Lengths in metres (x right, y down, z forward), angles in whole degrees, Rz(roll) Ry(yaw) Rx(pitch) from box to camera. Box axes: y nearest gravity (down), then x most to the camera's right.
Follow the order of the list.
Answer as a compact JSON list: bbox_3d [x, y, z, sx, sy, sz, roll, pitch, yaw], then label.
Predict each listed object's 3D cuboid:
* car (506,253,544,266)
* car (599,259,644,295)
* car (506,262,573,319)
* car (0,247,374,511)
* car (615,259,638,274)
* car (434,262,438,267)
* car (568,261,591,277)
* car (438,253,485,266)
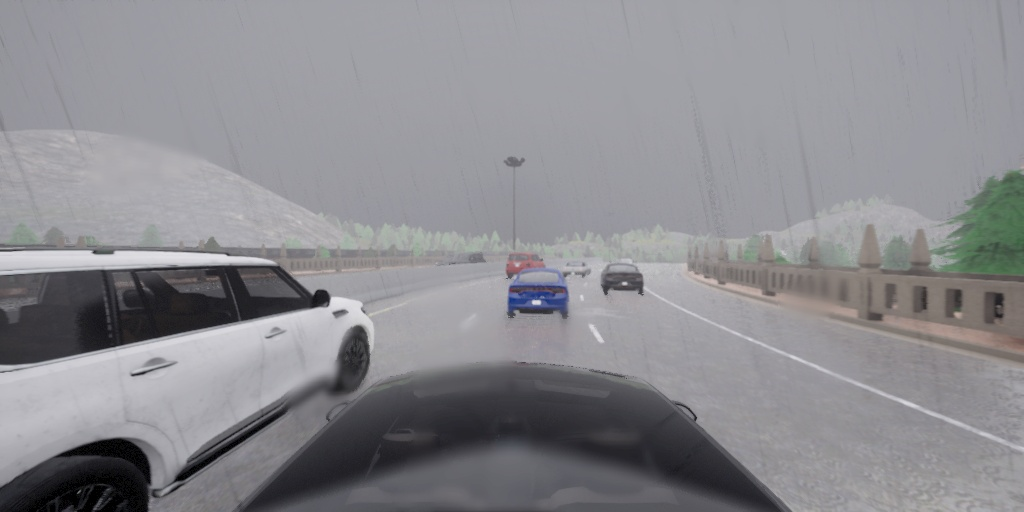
[{"bbox_3d":[1.190,0.769,29.025,2.150,2.045,5.566,0,0,18],"label":"car"},{"bbox_3d":[5.720,1.102,18.999,1.882,1.535,5.008,0,0,12],"label":"car"},{"bbox_3d":[1.025,1.147,12.609,1.882,1.535,5.008,0,0,8],"label":"car"},{"bbox_3d":[-3.327,0.958,3.393,2.150,2.045,5.566,0,0,1],"label":"car"},{"bbox_3d":[11.907,1.017,37.169,1.812,1.442,4.674,0,0,24],"label":"car"},{"bbox_3d":[-6.543,0.823,38.824,2.097,1.767,4.553,0,1,21],"label":"car"},{"bbox_3d":[5.796,1.131,31.632,1.895,1.301,4.718,0,0,20],"label":"car"},{"bbox_3d":[-4.466,0.725,34.650,2.150,2.045,5.566,0,0,20],"label":"car"}]
